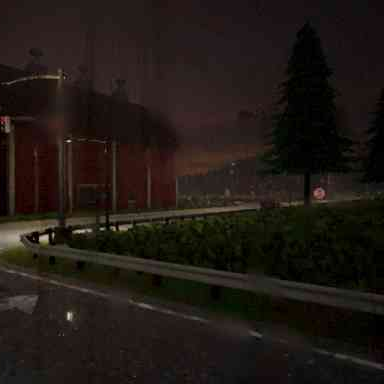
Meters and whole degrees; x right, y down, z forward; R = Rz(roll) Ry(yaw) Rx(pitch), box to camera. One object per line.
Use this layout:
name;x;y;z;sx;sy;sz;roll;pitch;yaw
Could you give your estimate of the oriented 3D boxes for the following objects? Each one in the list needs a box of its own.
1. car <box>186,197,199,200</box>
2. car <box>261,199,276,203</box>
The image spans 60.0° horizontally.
car;0.010;1.976;82.430;1.816;1.474;4.193;-1;0;36
car;12.415;1.784;53.070;1.994;1.385;4.181;-1;0;37
